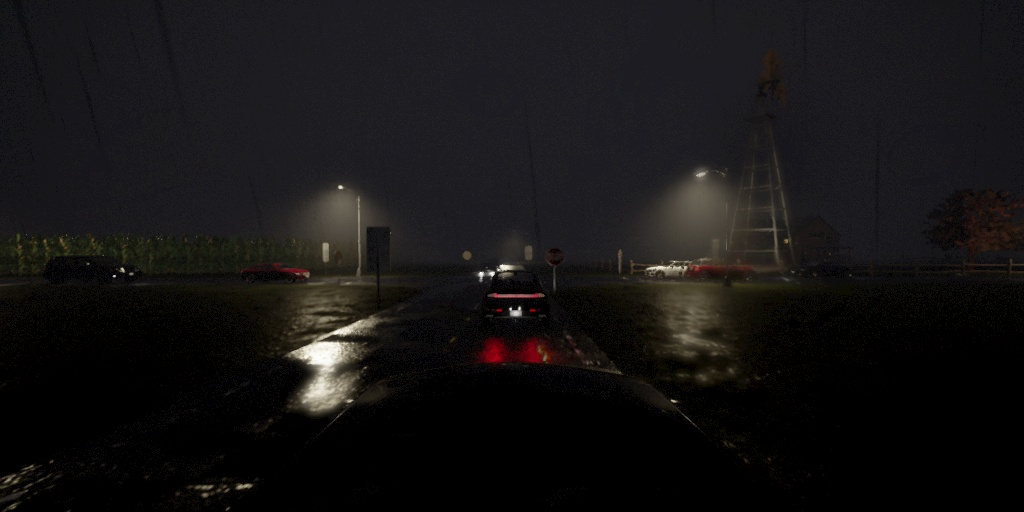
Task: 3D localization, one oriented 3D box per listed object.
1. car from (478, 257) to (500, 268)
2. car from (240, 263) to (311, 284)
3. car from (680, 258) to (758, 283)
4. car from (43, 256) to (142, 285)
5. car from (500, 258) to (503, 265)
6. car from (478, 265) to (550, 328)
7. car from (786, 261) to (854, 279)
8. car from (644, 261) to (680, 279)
[{"bbox_3d":[-2.837,1.124,42.778,1.994,1.385,4.181,0,0,1],"label":"car"},{"bbox_3d":[-17.359,1.242,26.370,4.674,1.442,1.812,0,1,0],"label":"car"},{"bbox_3d":[15.028,0.957,25.814,4.553,1.767,2.097,0,1,1],"label":"car"},{"bbox_3d":[-30.792,0.988,26.394,5.566,2.045,2.150,0,1,0],"label":"car"},{"bbox_3d":[-2.806,0.993,56.004,1.837,1.490,4.892,0,1,0],"label":"car"},{"bbox_3d":[0.111,1.200,11.303,2.128,1.511,4.902,0,0,0],"label":"car"},{"bbox_3d":[24.374,1.088,28.466,4.181,1.385,1.994,0,1,2],"label":"car"},{"bbox_3d":[13.073,1.087,28.776,4.674,1.442,1.812,0,1,0],"label":"car"}]
